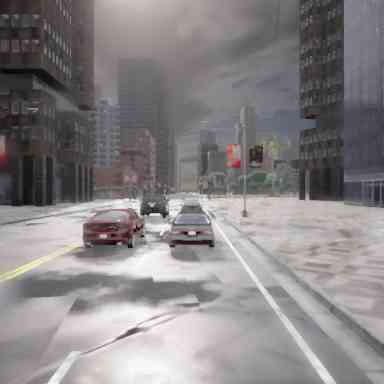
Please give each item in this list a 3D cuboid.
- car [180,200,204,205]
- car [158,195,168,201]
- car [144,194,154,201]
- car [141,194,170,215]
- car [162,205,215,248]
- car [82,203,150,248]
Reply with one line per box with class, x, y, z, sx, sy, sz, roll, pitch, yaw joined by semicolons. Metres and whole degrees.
car;0.000;1.465;29.649;1.837;1.490;4.892;0;0;0
car;-6.499;1.335;75.709;1.812;1.442;4.674;0;0;0
car;-9.750;1.311;75.709;1.837;1.490;4.892;0;0;0
car;-3.250;1.206;29.678;2.150;2.045;5.566;0;0;0
car;0.000;1.541;14.649;2.033;1.411;5.357;0;0;0
car;-3.250;1.462;14.649;1.882;1.535;5.008;0;0;0
